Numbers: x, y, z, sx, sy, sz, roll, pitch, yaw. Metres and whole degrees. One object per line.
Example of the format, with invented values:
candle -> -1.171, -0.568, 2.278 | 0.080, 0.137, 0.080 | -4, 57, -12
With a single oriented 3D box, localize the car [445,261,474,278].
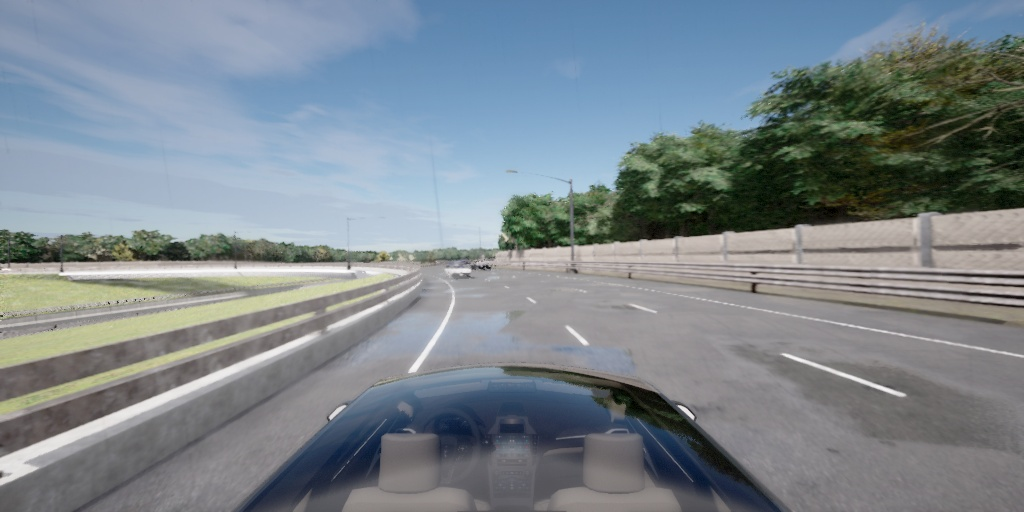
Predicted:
car -> -5.441, 1.492, 35.653 | 1.895, 1.301, 4.718 | -1, 0, -19

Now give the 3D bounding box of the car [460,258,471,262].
car -> -7.789, 1.430, 50.063 | 1.882, 1.535, 5.008 | -1, 0, -26

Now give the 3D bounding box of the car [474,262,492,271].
car -> -4.569, 1.488, 52.076 | 1.895, 1.301, 4.718 | -1, 0, -23
